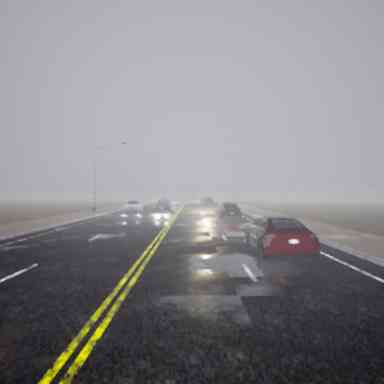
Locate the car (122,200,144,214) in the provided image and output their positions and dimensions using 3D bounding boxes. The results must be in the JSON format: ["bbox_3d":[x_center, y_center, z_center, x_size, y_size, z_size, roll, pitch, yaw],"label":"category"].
[{"bbox_3d":[-6.599,1.632,37.723,1.812,1.442,4.674,0,0,0],"label":"car"}]

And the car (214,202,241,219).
[{"bbox_3d":[3.330,1.612,30.075,1.812,1.442,4.674,0,0,0],"label":"car"}]

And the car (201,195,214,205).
[{"bbox_3d":[3.238,1.699,62.613,1.812,1.442,4.674,0,0,0],"label":"car"}]

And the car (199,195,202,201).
[{"bbox_3d":[3.235,1.633,73.613,2.033,1.649,4.856,0,0,0],"label":"car"}]

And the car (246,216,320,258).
[{"bbox_3d":[3.347,1.603,12.935,1.994,1.385,4.181,0,0,0],"label":"car"}]

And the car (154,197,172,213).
[{"bbox_3d":[-3.348,1.604,39.423,2.128,1.511,4.902,0,0,0],"label":"car"}]

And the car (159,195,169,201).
[{"bbox_3d":[-6.516,1.368,78.458,2.033,1.411,5.357,0,0,0],"label":"car"}]
